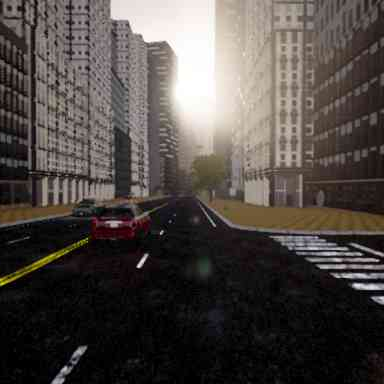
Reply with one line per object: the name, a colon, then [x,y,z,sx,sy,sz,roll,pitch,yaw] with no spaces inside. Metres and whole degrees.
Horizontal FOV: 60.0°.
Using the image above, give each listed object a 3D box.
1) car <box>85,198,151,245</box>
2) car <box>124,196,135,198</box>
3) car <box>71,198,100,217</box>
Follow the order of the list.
car: [-3.201,1.369,15.755,2.097,1.767,4.553,0,0,0]
car: [-9.968,1.460,52.286,2.097,1.767,4.553,0,0,0]
car: [-9.944,1.417,32.130,2.097,1.767,4.553,0,0,0]
